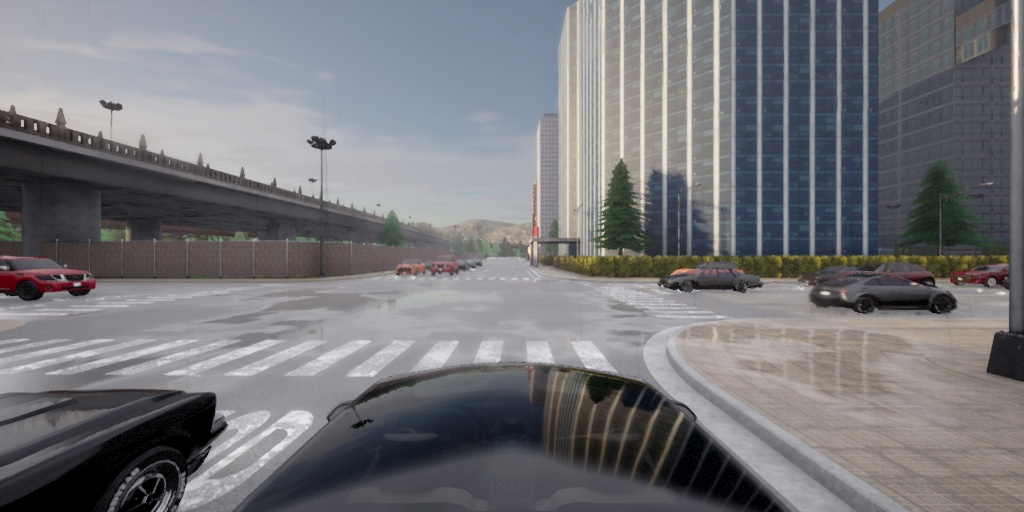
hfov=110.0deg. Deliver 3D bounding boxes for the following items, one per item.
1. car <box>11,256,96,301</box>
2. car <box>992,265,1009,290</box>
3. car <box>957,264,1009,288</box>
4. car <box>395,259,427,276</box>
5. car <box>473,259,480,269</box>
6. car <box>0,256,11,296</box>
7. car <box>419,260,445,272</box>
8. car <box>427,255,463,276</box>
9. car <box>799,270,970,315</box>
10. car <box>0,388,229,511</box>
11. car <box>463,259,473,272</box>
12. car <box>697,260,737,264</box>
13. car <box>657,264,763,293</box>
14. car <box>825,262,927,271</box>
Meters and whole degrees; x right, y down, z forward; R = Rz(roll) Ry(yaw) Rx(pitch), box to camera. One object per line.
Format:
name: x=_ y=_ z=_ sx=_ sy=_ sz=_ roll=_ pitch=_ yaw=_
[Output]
car: x=-23.739 y=1.023 z=17.307 sx=5.566 sy=2.045 sz=2.150 roll=0 pitch=0 yaw=0
car: x=31.102 y=1.364 z=20.535 sx=4.181 sy=1.385 sz=1.994 roll=0 pitch=0 yaw=1
car: x=32.568 y=1.277 z=24.016 sx=5.008 sy=1.535 sz=1.882 roll=0 pitch=0 yaw=1
car: x=-10.390 y=1.093 z=37.057 sx=2.097 sy=1.767 sz=4.553 roll=0 pitch=0 yaw=1
car: x=-6.690 y=1.261 z=56.567 sx=1.812 sy=1.442 sz=4.674 roll=0 pitch=0 yaw=1
car: x=-23.647 y=1.024 z=13.799 sx=5.566 sy=2.045 sz=2.150 roll=0 pitch=0 yaw=0
car: x=-10.284 y=1.286 z=46.525 sx=2.033 sy=1.411 sz=5.357 roll=0 pitch=0 yaw=2
car: x=-6.862 y=0.962 z=37.244 sx=2.150 sy=2.045 sz=5.566 roll=0 pitch=0 yaw=0
car: x=13.722 y=1.366 z=13.432 sx=4.181 sy=1.385 sz=1.994 roll=0 pitch=0 yaw=0
car: x=-3.380 y=1.351 z=0.931 sx=1.895 sy=1.301 sz=4.718 roll=0 pitch=0 yaw=0
car: x=-6.790 y=1.216 z=47.245 sx=1.882 sy=1.535 sz=5.008 roll=0 pitch=0 yaw=1
car: x=13.126 y=1.152 z=24.203 sx=4.553 sy=1.767 sz=2.097 roll=0 pitch=0 yaw=0
car: x=11.348 y=1.348 z=20.718 sx=5.357 sy=1.411 sz=2.033 roll=0 pitch=0 yaw=0
car: x=21.180 y=1.152 z=20.633 sx=4.553 sy=1.767 sz=2.097 roll=0 pitch=0 yaw=0
